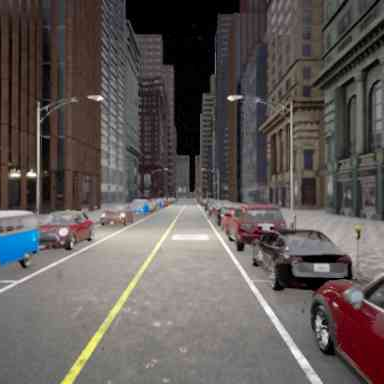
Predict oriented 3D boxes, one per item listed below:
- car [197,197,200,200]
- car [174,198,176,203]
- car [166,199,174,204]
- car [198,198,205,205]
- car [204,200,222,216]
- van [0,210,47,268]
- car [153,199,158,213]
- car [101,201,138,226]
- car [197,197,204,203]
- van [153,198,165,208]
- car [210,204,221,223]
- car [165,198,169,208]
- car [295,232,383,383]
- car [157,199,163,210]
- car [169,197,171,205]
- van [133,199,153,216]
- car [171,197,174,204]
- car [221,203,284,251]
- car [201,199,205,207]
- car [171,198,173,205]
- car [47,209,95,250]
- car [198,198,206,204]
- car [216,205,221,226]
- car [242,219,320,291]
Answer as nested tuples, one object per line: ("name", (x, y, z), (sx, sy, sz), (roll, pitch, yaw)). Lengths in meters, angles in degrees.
("car", (2.706, 2.470, 82.411), (1.802, 1.307, 4.206), (0, -1, 0))
("car", (-5.819, 2.440, 82.399), (2.008, 1.369, 4.403), (0, -1, 0))
("car", (-5.822, 2.535, 88.036), (1.802, 1.307, 4.206), (0, -1, 0))
("car", (2.718, 2.283, 65.502), (1.802, 1.307, 4.206), (0, -1, 0))
("car", (2.736, 1.834, 37.323), (1.967, 1.590, 4.097), (0, -1, 0))
("van", (-5.770, 1.440, 9.130), (1.690, 1.788, 3.998), (0, -1, 0))
("car", (-5.792, 1.979, 42.776), (1.752, 1.417, 4.829), (0, -1, 0))
("car", (-5.781, 1.717, 26.038), (1.967, 1.590, 4.097), (0, -1, 0))
("car", (2.710, 2.407, 76.774), (1.802, 1.307, 4.206), (0, -1, 0))
("van", (-5.801, 1.919, 54.220), (1.690, 1.788, 3.998), (0, -1, 0))
("car", (2.744, 1.841, 26.051), (1.947, 1.339, 4.313), (0, -1, 0))
("car", (-5.804, 2.080, 59.855), (1.967, 1.590, 4.097), (0, -1, 0))
("car", (2.759, 1.478, 3.507), (1.967, 1.590, 4.097), (0, -1, 0))
("car", (-5.796, 2.067, 48.581), (2.008, 1.369, 4.403), (0, -1, 0))
("car", (-5.808, 2.017, 65.493), (2.192, 1.841, 5.009), (0, -1, 0))
("van", (-5.789, 1.737, 37.312), (1.690, 1.788, 3.998), (0, -1, 0))
("car", (-5.815, 2.392, 76.763), (1.947, 1.339, 4.313), (0, -1, 0))
("car", (2.751, 1.472, 14.782), (2.192, 1.841, 5.009), (0, -1, 0))
("car", (2.729, 2.081, 48.594), (1.947, 1.339, 4.313), (0, -1, 0))
("car", (-5.811, 2.330, 71.127), (1.947, 1.339, 4.313), (0, -1, 0))
("car", (-5.774, 1.598, 14.765), (1.967, 1.590, 4.097), (0, -1, 0))
("car", (2.702, 2.392, 88.048), (1.967, 1.590, 4.097), (0, -1, 0))
("car", (2.748, 1.761, 20.415), (1.887, 1.381, 4.507), (0, -1, 0))
("car", (2.755, 1.663, 9.142), (1.947, 1.339, 4.313), (0, -1, 0))
